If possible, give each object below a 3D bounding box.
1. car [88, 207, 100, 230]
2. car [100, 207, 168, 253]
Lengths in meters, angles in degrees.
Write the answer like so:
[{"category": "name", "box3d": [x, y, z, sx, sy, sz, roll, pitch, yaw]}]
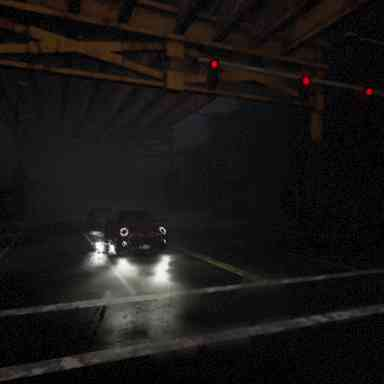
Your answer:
[{"category": "car", "box3d": [-6.549, 1.876, 24.486, 2.128, 1.511, 4.902, 1, -1, -22]}, {"category": "car", "box3d": [-2.639, 1.593, 15.056, 2.097, 1.767, 4.553, 1, -1, -23]}]
